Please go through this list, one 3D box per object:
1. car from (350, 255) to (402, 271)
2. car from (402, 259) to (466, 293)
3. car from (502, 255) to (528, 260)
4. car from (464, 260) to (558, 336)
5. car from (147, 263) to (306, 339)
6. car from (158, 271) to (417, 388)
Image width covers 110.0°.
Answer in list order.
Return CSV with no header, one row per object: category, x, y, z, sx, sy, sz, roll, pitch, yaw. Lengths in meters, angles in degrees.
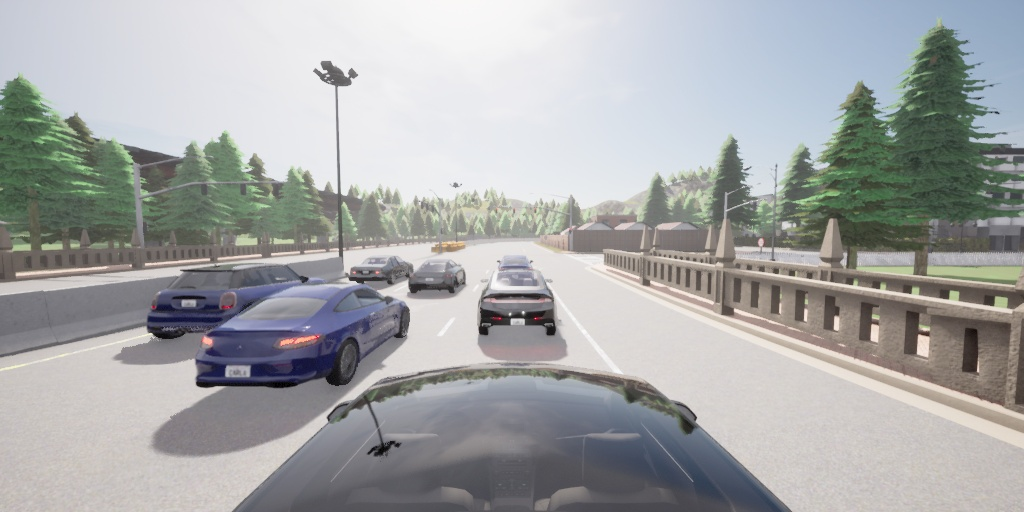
car,-6.832,0.659,19.269,2.033,1.411,5.357,0,3,0
car,-3.346,0.822,16.650,1.994,1.385,4.181,0,3,1
car,0.166,0.656,18.924,1.812,1.442,4.674,0,3,0
car,0.131,1.082,9.924,2.128,1.511,4.902,0,2,0
car,-6.868,0.953,9.756,2.097,1.767,4.553,0,2,0
car,-3.379,1.214,6.734,1.812,1.442,4.674,0,1,0
